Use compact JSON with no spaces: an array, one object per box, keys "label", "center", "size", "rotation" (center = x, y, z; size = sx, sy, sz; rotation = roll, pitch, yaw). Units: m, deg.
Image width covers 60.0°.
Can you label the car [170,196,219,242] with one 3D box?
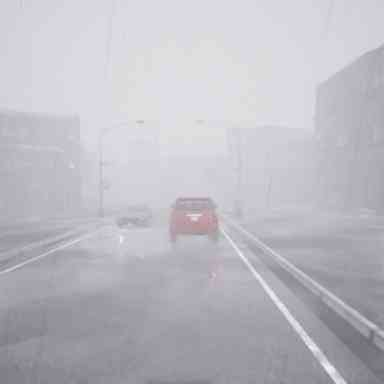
[{"label":"car","center":[0.096,1.198,16.405],"size":[2.150,2.045,5.566],"rotation":[0,0,0]}]

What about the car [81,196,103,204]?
[{"label":"car","center":[-18.606,1.525,61.423],"size":[4.181,1.385,1.994],"rotation":[-2,3,18]}]

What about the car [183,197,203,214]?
[{"label":"car","center":[0.081,1.349,34.744],"size":[1.882,1.535,5.008],"rotation":[0,0,0]}]

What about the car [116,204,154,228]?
[{"label":"car","center":[-3.605,1.503,22.072],"size":[2.033,1.411,5.357],"rotation":[0,0,0]}]
